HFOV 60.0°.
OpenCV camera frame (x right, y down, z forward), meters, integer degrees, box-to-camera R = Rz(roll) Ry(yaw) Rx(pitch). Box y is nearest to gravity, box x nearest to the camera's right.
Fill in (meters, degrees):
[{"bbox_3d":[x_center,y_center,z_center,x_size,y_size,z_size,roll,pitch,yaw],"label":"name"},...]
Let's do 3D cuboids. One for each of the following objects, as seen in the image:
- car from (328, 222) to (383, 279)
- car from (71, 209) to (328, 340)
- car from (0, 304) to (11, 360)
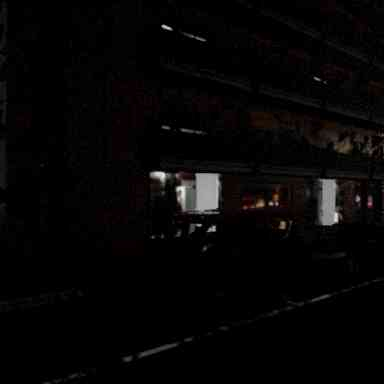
[{"bbox_3d":[4.841,1.591,10.056,4.206,1.307,1.802,0,0,-36],"label":"car"},{"bbox_3d":[0.268,1.324,6.760,5.009,1.841,2.192,0,0,-36],"label":"car"},{"bbox_3d":[-4.306,1.448,3.467,4.097,1.590,1.967,0,0,-36],"label":"car"}]
